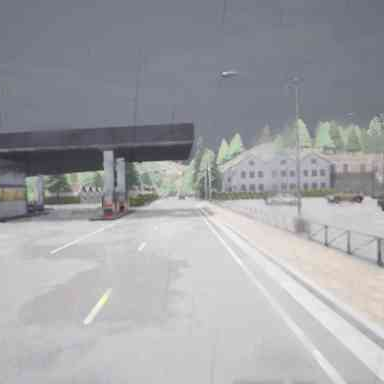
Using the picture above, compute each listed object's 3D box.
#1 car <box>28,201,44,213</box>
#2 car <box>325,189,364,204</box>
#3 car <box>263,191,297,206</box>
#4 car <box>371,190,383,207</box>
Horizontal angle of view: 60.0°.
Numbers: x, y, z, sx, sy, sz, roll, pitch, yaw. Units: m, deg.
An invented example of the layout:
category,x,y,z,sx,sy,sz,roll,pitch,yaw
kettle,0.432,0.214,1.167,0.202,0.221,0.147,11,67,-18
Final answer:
category,x,y,z,sx,sy,sz,roll,pitch,yaw
car,-22.069,2.108,45.649,2.242,1.667,4.611,-2,0,-2
car,19.884,0.534,43.345,4.605,1.855,1.932,-2,0,-2
car,11.422,1.038,42.998,3.806,1.475,1.970,-2,0,-2
car,19.633,0.742,30.871,4.514,1.523,2.007,-2,0,-2
